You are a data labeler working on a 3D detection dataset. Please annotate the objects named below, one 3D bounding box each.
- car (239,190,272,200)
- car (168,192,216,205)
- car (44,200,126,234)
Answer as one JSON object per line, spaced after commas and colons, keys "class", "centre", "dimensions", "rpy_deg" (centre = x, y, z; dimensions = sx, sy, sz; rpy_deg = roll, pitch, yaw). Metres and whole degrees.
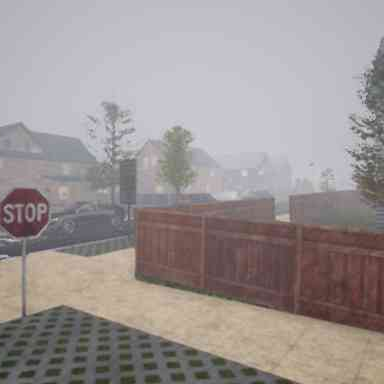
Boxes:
{"class": "car", "centre": [6.712, 0.570, 34.736], "dimensions": [2.097, 1.767, 4.553], "rpy_deg": [-1, 1, 36]}
{"class": "car", "centre": [0.047, 0.842, 25.483], "dimensions": [2.097, 1.767, 4.553], "rpy_deg": [-1, 1, 36]}
{"class": "car", "centre": [-5.705, 1.219, 17.482], "dimensions": [2.128, 1.511, 4.902], "rpy_deg": [-1, 1, 36]}
